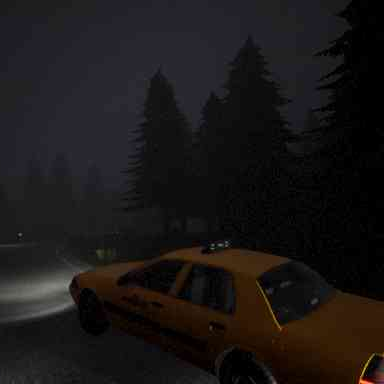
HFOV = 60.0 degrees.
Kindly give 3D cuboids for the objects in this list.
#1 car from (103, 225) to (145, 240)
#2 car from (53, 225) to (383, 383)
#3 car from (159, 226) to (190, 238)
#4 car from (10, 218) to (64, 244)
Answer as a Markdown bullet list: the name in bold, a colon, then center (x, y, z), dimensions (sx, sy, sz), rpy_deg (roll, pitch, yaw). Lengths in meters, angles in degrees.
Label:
- **car**: center (-7.442, 4.510, 36.950), dimensions (2.033, 1.411, 5.357), rpy_deg (-4, -8, 20)
- **car**: center (0.143, 1.440, 4.734), dimensions (5.366, 1.575, 1.801), rpy_deg (0, 1, 43)
- **car**: center (-2.326, 5.543, 46.260), dimensions (1.882, 1.535, 5.008), rpy_deg (-5, -8, 30)
- **car**: center (-12.753, 3.223, 28.096), dimensions (2.150, 2.045, 5.566), rpy_deg (-4, -7, 7)
